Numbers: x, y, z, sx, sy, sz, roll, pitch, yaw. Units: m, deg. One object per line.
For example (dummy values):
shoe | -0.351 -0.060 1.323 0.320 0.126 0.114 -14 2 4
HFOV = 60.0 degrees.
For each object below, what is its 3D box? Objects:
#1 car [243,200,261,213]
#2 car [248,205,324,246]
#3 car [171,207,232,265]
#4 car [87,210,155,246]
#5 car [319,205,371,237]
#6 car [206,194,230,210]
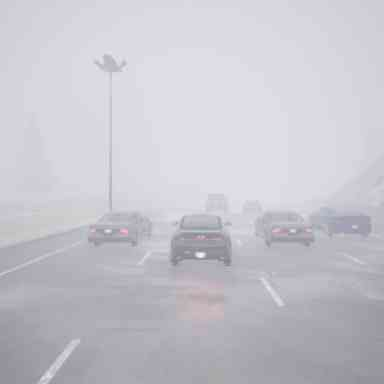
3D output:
car | 6.536 1.515 36.070 1.994 1.385 4.181 0 0 10
car | 4.003 1.527 15.147 2.033 1.411 5.357 0 0 4
car | 0.343 1.489 11.633 1.837 1.490 4.892 0 0 2
car | -3.012 1.526 15.073 2.033 1.411 5.357 0 0 3
car | 7.728 1.454 17.869 1.882 1.535 5.008 0 0 4
car | 2.747 1.174 34.837 2.150 2.045 5.566 0 0 9
